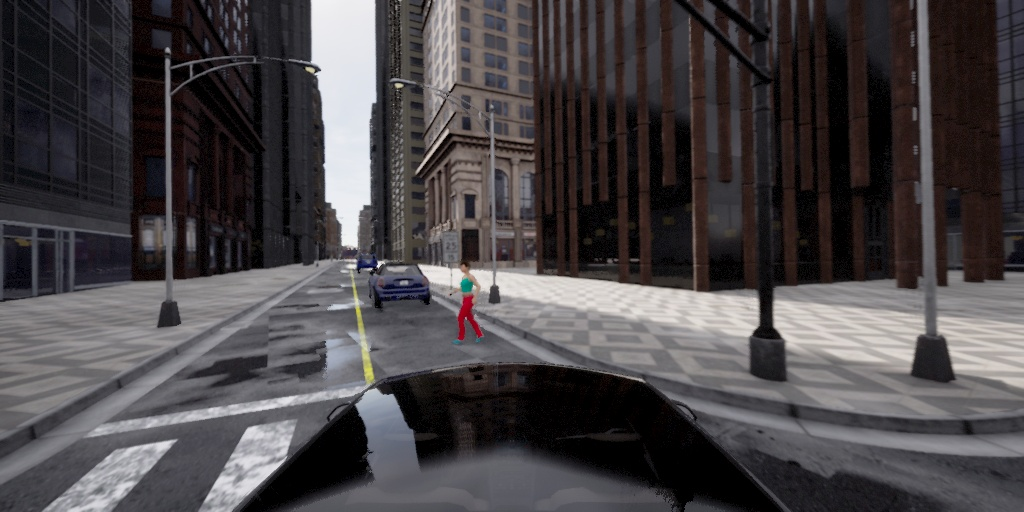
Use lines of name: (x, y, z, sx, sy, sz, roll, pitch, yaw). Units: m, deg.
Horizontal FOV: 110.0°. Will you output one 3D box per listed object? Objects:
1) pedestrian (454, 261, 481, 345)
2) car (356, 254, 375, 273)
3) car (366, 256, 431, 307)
pedestrian: (-0.982, 0.999, 7.844, 0.375, 1.860, 0.375, 1, -1, -24)
car: (-16.722, 0.795, 41.376, 2.150, 2.045, 5.566, -1, 0, -24)
car: (-4.906, 1.027, 15.323, 2.097, 1.767, 4.553, -1, 1, -24)
